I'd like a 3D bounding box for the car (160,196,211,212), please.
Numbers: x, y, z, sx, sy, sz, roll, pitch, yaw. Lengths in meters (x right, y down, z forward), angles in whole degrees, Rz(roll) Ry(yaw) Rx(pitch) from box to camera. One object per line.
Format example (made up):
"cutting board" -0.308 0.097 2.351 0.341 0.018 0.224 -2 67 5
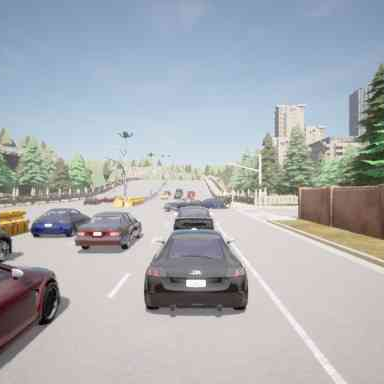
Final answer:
"car" -0.852 1.491 37.488 4.902 1.511 2.128 0 0 -15

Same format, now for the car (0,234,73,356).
"car" -3.404 1.564 4.469 1.994 1.385 4.181 0 0 0

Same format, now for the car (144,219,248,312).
"car" 0.091 1.564 7.813 1.994 1.385 4.181 0 0 1

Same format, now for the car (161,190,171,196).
"car" -7.164 1.024 86.978 1.882 1.535 5.008 0 3 0

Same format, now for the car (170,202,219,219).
"car" 0.090 1.478 16.803 1.882 1.535 5.008 0 0 0

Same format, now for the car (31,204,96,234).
"car" -6.912 1.564 18.007 1.994 1.385 4.181 0 0 0

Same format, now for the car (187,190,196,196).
"car" -0.173 0.669 88.520 2.150 2.045 5.566 0 4 0

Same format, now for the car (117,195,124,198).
"car" -17.614 1.477 78.992 1.895 1.301 4.718 0 1 0

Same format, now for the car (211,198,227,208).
"car" 2.707 1.564 45.225 4.181 1.385 1.994 0 0 37

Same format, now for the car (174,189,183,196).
"car" -3.663 0.903 86.963 2.097 1.767 4.553 0 3 0

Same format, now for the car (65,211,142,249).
"car" -3.403 1.547 14.446 2.033 1.411 5.357 0 0 0

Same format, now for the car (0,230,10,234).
"car" -6.904 1.491 9.166 2.128 1.511 4.902 0 0 0

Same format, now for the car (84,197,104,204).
"car" -17.598 1.564 58.680 1.994 1.385 4.181 0 0 0

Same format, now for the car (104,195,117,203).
"car" -17.554 1.594 68.750 1.895 1.301 4.718 0 0 0
